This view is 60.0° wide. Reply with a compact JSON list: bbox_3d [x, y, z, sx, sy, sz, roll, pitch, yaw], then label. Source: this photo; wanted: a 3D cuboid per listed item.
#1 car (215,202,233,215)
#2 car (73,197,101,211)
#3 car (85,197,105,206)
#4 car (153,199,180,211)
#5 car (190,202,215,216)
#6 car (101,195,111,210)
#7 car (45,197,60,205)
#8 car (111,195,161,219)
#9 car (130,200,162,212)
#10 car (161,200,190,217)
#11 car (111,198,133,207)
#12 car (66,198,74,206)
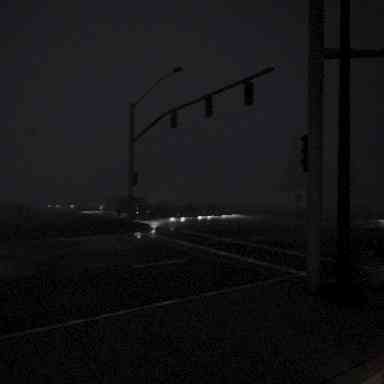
[{"bbox_3d":[2.800,1.878,38.395,1.994,1.385,4.181,1,0,-35],"label":"car"},{"bbox_3d":[-13.640,1.705,43.650,1.812,1.442,4.674,1,0,-35],"label":"car"},{"bbox_3d":[-18.414,1.765,62.894,2.128,1.511,4.902,1,-1,-34],"label":"car"},{"bbox_3d":[-3.727,1.841,47.783,1.812,1.442,4.674,1,0,-35],"label":"car"},{"bbox_3d":[0.167,1.833,36.049,1.994,1.385,4.181,1,-1,-35],"label":"car"},{"bbox_3d":[-9.719,1.448,44.165,2.150,2.045,5.566,1,-1,-36],"label":"car"},{"bbox_3d":[-25.803,1.708,61.278,1.812,1.442,4.674,1,-1,-34],"label":"car"},{"bbox_3d":[-5.499,1.401,31.943,2.150,2.045,5.566,1,-1,-35],"label":"car"},{"bbox_3d":[-6.345,1.817,45.414,2.033,1.411,5.357,1,0,-35],"label":"car"},{"bbox_3d":[-2.796,1.771,34.181,2.033,1.411,5.357,1,-1,-35],"label":"car"},{"bbox_3d":[-12.892,1.865,61.036,2.033,1.411,5.357,1,-1,-34],"label":"car"},{"bbox_3d":[-22.142,1.792,62.114,1.994,1.385,4.181,1,-1,-34],"label":"car"}]
